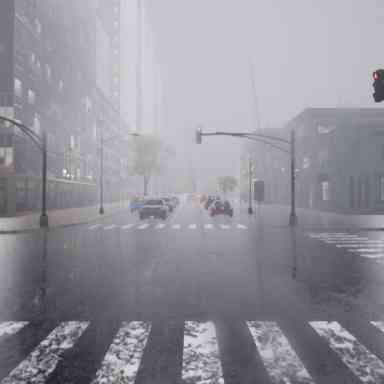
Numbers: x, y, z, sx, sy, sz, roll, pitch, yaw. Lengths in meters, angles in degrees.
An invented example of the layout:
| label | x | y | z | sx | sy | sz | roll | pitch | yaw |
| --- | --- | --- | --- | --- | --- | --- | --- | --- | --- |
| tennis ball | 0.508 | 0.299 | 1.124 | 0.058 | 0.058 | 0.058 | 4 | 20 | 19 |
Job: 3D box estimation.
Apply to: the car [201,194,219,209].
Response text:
| label | x | y | z | sx | sy | sz | roll | pitch | yaw |
| --- | --- | --- | --- | --- | --- | --- | --- | --- | --- |
| car | 2.655 | 1.320 | 42.324 | 2.192 | 1.841 | 5.009 | 1 | 0 | 0 |

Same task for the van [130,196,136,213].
| label | x | y | z | sx | sy | sz | roll | pitch | yaw |
| --- | --- | --- | --- | --- | --- | --- | --- | --- | --- |
| van | -5.718 | 1.345 | 36.602 | 1.690 | 1.788 | 3.998 | 1 | 0 | 0 |

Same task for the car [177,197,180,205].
| label | x | y | z | sx | sy | sz | roll | pitch | yaw |
| --- | --- | --- | --- | --- | --- | --- | --- | --- | --- |
| car | -3.148 | 1.496 | 46.890 | 2.128 | 1.511 | 4.902 | 0 | 0 | 0 |

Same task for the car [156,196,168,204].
| label | x | y | z | sx | sy | sz | roll | pitch | yaw |
| --- | --- | --- | --- | --- | --- | --- | --- | --- | --- |
| car | -5.757 | 1.571 | 64.972 | 1.947 | 1.339 | 4.313 | 1 | 0 | 0 |

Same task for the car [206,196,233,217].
| label | x | y | z | sx | sy | sz | roll | pitch | yaw |
| --- | --- | --- | --- | --- | --- | --- | --- | --- | --- |
| car | 2.667 | 1.444 | 30.977 | 1.967 | 1.590 | 4.097 | 1 | 0 | 0 |

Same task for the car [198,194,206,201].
| label | x | y | z | sx | sy | sz | roll | pitch | yaw |
| --- | --- | --- | --- | --- | --- | --- | --- | --- | --- |
| car | 2.596 | 1.446 | 87.716 | 1.967 | 1.590 | 4.097 | 1 | 0 | 0 |

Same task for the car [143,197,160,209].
| label | x | y | z | sx | sy | sz | roll | pitch | yaw |
| --- | --- | --- | --- | --- | --- | --- | --- | --- | --- |
| car | -5.735 | 1.530 | 47.779 | 1.752 | 1.417 | 4.829 | 1 | 0 | 0 |

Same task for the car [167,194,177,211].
| label | x | y | z | sx | sy | sz | roll | pitch | yaw |
| --- | --- | --- | --- | --- | --- | --- | --- | --- | --- |
| car | -3.143 | 1.356 | 37.003 | 2.097 | 1.767 | 4.553 | 0 | 0 | 0 |

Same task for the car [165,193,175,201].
| label | x | y | z | sx | sy | sz | roll | pitch | yaw |
| --- | --- | --- | --- | --- | --- | --- | --- | --- | --- |
| car | -5.781 | 1.321 | 87.668 | 2.192 | 1.841 | 5.009 | 1 | 0 | 0 |

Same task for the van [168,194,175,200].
| label | x | y | z | sx | sy | sz | roll | pitch | yaw |
| --- | --- | --- | --- | --- | --- | --- | --- | --- | --- |
| van | -5.788 | 1.347 | 93.341 | 1.690 | 1.788 | 3.998 | 1 | 0 | 0 |

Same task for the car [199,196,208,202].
| label | x | y | z | sx | sy | sz | roll | pitch | yaw |
| --- | --- | --- | --- | --- | --- | --- | --- | --- | --- |
| car | 2.608 | 1.571 | 76.369 | 1.947 | 1.339 | 4.313 | 1 | 0 | 0 |

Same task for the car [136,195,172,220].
| label | x | y | z | sx | sy | sz | roll | pitch | yaw |
| --- | --- | --- | --- | --- | --- | --- | --- | --- | --- |
| car | -3.134 | 1.356 | 28.091 | 2.097 | 1.767 | 4.553 | 0 | 0 | 0 |

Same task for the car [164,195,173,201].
| label | x | y | z | sx | sy | sz | roll | pitch | yaw |
| --- | --- | --- | --- | --- | --- | --- | --- | --- | --- |
| car | -5.778 | 1.556 | 81.993 | 2.008 | 1.369 | 4.403 | 1 | 0 | 0 |

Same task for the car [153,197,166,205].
| label | x | y | z | sx | sy | sz | roll | pitch | yaw |
| --- | --- | --- | --- | --- | --- | --- | --- | --- | --- |
| car | -5.751 | 1.587 | 59.297 | 1.802 | 1.307 | 4.206 | 1 | 0 | 0 |

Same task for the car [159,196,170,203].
| label | x | y | z | sx | sy | sz | roll | pitch | yaw |
| --- | --- | --- | --- | --- | --- | --- | --- | --- | --- |
| car | -5.764 | 1.571 | 70.645 | 1.947 | 1.339 | 4.313 | 1 | 0 | 0 |

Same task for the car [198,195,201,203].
| label | x | y | z | sx | sy | sz | roll | pitch | yaw |
| --- | --- | --- | --- | --- | --- | --- | --- | --- | --- |
| car | 2.627 | 1.320 | 65.021 | 2.192 | 1.841 | 5.009 | 1 | 0 | 0 |

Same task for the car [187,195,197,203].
| label | x | y | z | sx | sy | sz | roll | pitch | yaw |
| --- | --- | --- | --- | --- | --- | --- | --- | --- | --- |
| car | 0.015 | 1.357 | 69.553 | 2.097 | 1.767 | 4.553 | 0 | 0 | 0 |
